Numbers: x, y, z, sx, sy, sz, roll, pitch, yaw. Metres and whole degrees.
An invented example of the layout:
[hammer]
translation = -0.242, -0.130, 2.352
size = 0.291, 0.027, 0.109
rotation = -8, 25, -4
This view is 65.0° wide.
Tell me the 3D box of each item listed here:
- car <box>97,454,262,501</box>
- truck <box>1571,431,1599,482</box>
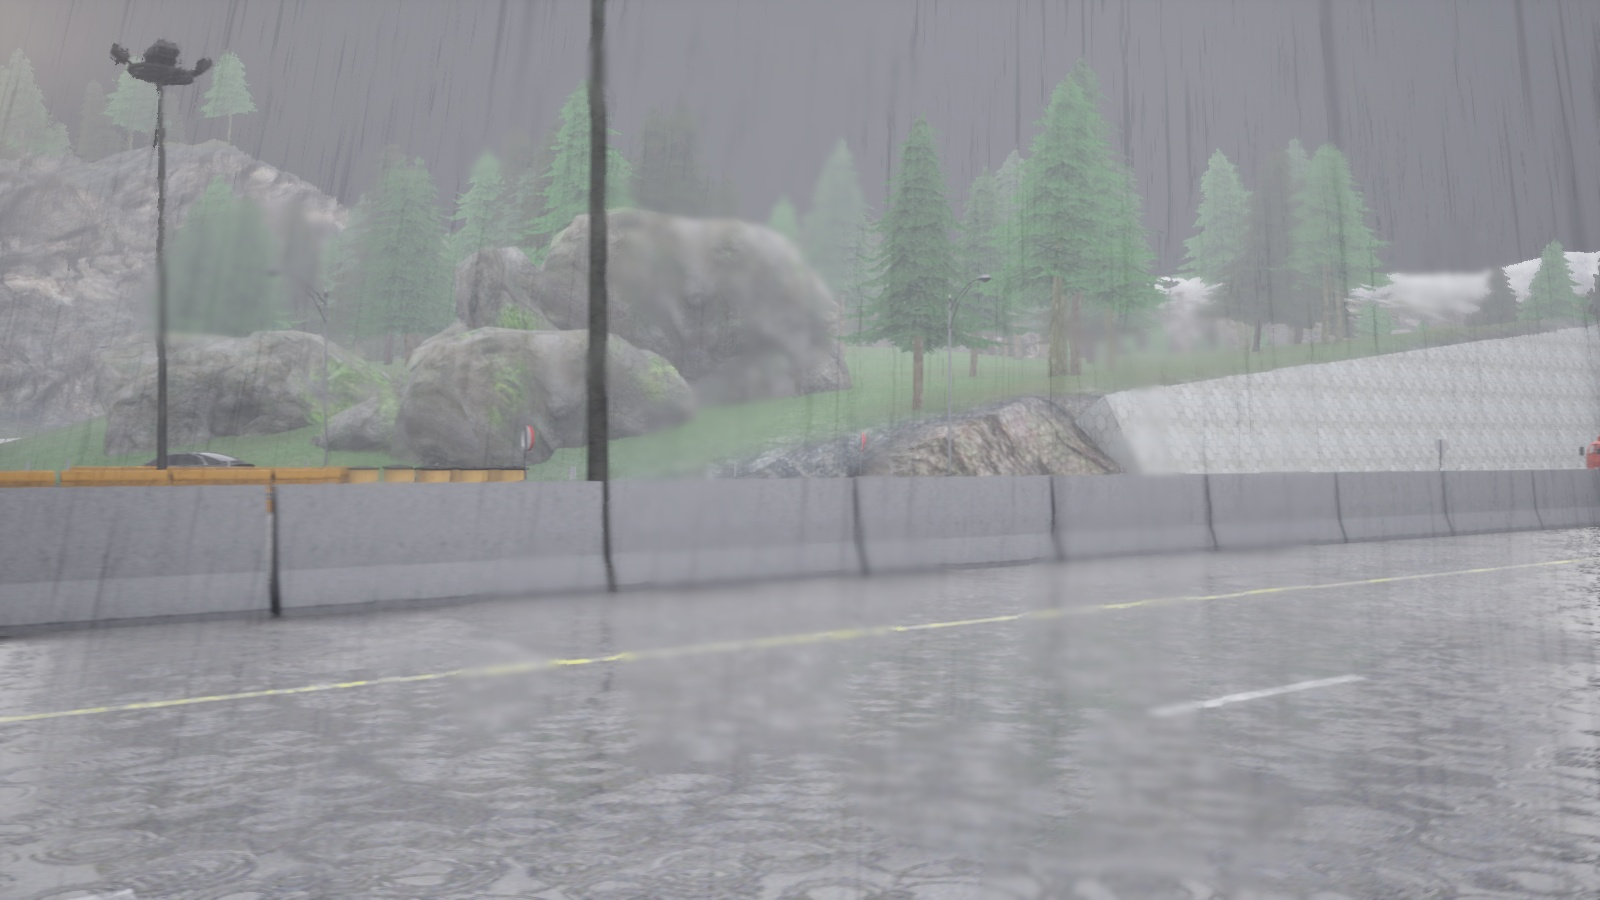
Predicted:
[car]
translation = -20.554, 0.893, 41.647
size = 4.892, 1.490, 1.837
rotation = 0, 0, 14
[truck]
translation = 40.520, 0.324, 61.714
size = 5.204, 2.467, 2.627
rotation = 0, 0, -35
